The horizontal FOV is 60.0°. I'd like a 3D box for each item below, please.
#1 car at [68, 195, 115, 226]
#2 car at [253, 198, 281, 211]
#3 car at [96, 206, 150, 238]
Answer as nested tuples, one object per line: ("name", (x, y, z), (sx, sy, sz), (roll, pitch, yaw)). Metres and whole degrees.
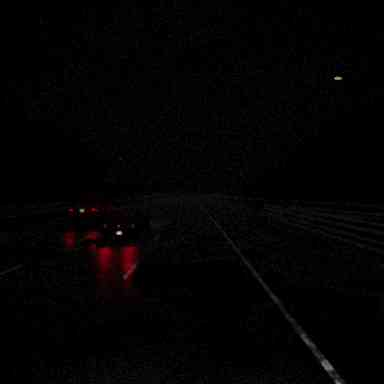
("car", (-6.899, 1.253, 23.542), (2.150, 2.045, 5.566), (0, 0, 0))
("car", (8.936, 1.537, 39.762), (2.033, 1.649, 4.856), (0, 0, -11))
("car", (-3.398, 1.624, 17.751), (1.895, 1.301, 4.718), (0, 0, 0))
